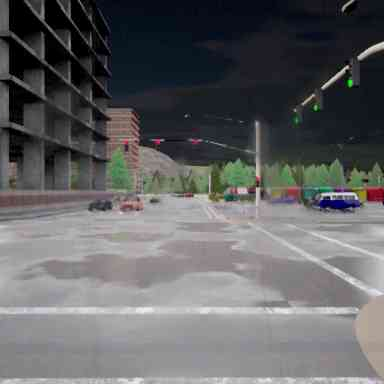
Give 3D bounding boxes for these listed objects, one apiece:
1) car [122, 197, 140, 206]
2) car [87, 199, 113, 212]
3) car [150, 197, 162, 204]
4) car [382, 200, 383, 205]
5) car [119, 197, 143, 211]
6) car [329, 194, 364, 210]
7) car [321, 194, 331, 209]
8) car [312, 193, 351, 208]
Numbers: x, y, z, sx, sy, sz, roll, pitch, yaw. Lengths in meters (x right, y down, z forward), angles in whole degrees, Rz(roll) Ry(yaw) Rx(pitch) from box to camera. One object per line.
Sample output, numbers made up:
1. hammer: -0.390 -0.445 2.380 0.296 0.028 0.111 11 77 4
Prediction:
1. car: -10.492 1.530 57.704 2.033 1.411 5.357 0 0 1
2. car: -10.645 1.535 39.023 2.033 1.411 5.357 0 0 0
3. car: -6.929 1.581 63.530 1.895 1.301 4.718 0 0 1
4. car: 37.069 1.401 60.439 3.905 1.438 1.784 0 0 1
5. car: -7.140 1.341 39.370 2.097 1.767 4.553 0 0 0
6. car: 21.801 1.436 46.623 3.806 1.475 1.970 0 0 1
7. car: 21.842 1.404 49.518 3.905 1.438 1.784 0 0 1
8. car: 21.829 1.193 52.202 4.605 1.855 1.932 0 0 1
